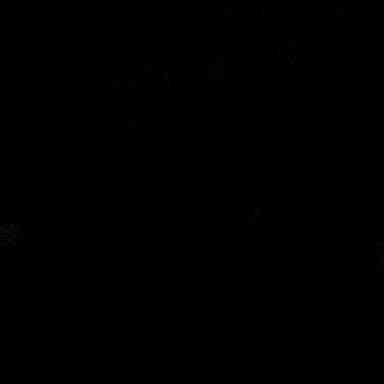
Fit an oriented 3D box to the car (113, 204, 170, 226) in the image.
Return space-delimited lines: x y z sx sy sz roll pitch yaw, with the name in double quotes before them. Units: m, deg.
"car" -4.157 1.767 27.069 4.553 1.767 2.097 -1 -1 25
